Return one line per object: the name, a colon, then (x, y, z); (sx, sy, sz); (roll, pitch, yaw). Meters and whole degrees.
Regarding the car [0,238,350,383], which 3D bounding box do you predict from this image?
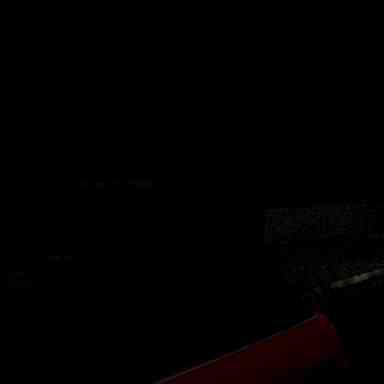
car: (-0.884, 1.348, 2.432); (4.553, 1.767, 2.097); (-1, 0, -35)
